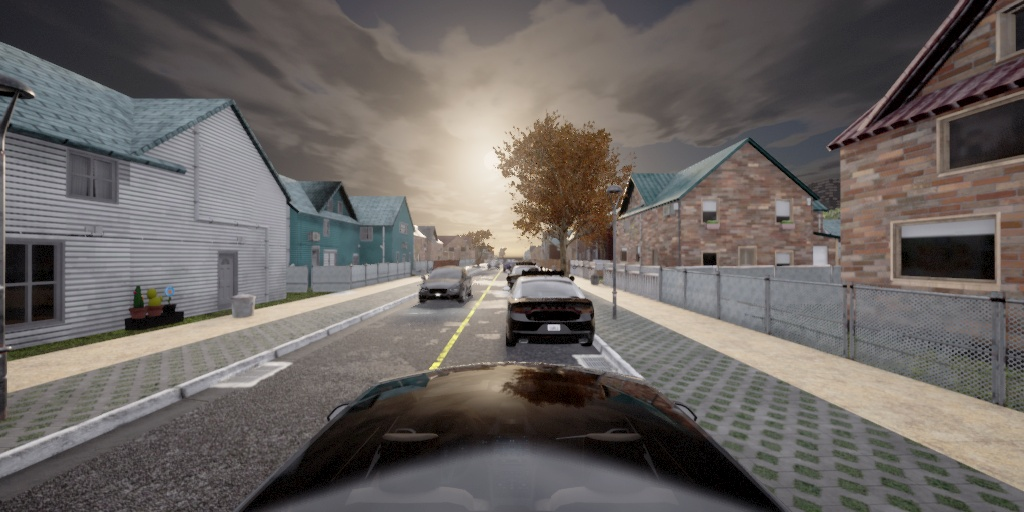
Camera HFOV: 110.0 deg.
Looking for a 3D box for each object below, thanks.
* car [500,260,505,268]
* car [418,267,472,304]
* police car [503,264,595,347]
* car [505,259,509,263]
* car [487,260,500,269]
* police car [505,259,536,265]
[{"bbox_3d":[-0.133,1.209,49.086,2.097,1.767,4.553,0,0,0],"label":"car"},{"bbox_3d":[-2.904,1.260,16.426,1.837,1.490,4.892,0,0,0],"label":"car"},{"bbox_3d":[0.798,1.178,9.489,1.930,1.638,5.238,0,0,0],"label":"police car"},{"bbox_3d":[0.737,1.111,25.349,2.097,1.767,4.553,0,0,0],"label":"car"},{"bbox_3d":[-3.042,1.407,59.213,2.128,1.511,4.902,0,0,0],"label":"car"},{"bbox_3d":[0.760,1.182,19.489,1.930,1.638,5.238,0,0,0],"label":"police car"}]
